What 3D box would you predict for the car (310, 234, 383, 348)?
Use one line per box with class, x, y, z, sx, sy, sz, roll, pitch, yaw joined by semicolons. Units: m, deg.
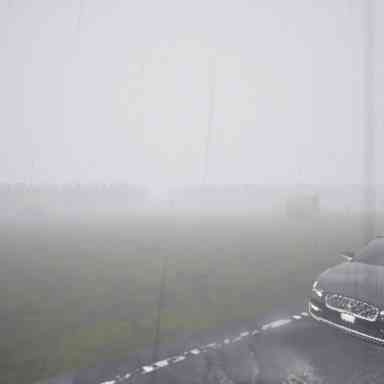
car;4.131;1.501;5.965;4.892;1.490;1.837;1;0;-35
